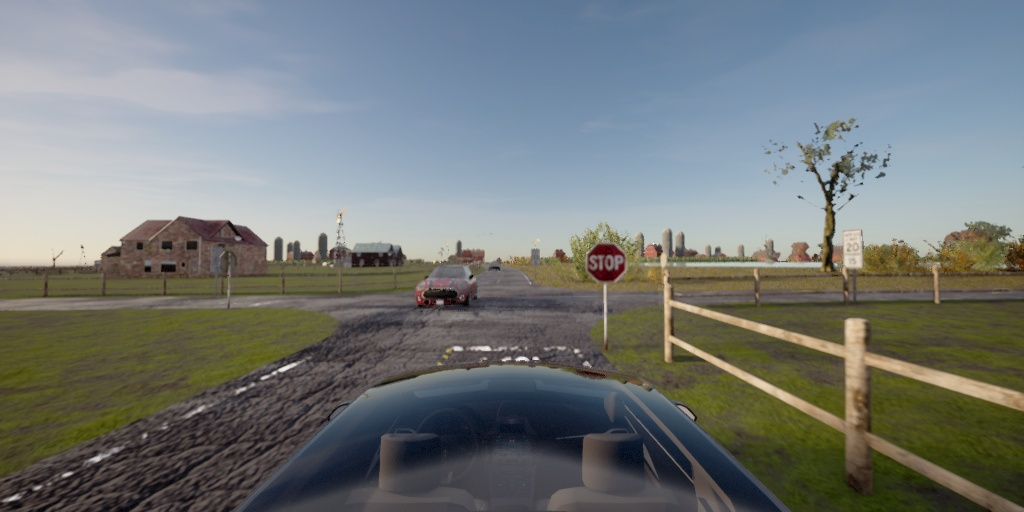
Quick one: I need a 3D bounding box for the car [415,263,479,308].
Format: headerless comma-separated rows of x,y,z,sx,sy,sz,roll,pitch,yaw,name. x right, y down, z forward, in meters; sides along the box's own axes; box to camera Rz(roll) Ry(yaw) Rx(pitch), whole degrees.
-2.696,1.198,15.696,2.097,1.767,4.553,-1,-1,0,car

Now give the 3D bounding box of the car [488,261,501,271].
-2.963,1.645,61.131,2.097,1.767,4.553,0,-1,-2,car
